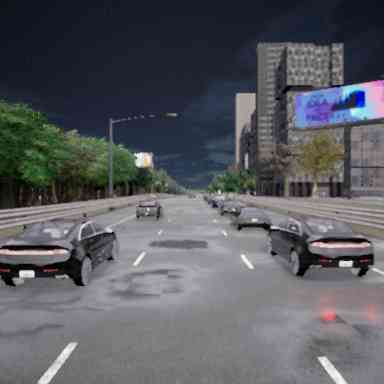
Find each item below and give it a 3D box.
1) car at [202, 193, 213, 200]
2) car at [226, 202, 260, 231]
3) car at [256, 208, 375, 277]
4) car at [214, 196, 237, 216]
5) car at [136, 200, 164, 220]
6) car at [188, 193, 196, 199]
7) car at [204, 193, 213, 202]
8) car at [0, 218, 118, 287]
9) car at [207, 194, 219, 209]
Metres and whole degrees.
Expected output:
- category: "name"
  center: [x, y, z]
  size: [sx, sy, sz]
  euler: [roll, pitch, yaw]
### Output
- category: "car"
  center: [3.533, 1.087, 75.587]
  size: [2.163, 1.488, 4.792]
  euler: [0, 0, 0]
- category: "car"
  center: [3.506, 1.524, 20.564]
  size: [1.994, 1.385, 4.181]
  euler: [0, 0, 0]
- category: "car"
  center: [3.603, 1.473, 10.208]
  size: [2.128, 1.511, 4.902]
  euler: [0, 0, 0]
- category: "car"
  center: [3.510, 1.446, 31.560]
  size: [2.033, 1.411, 5.357]
  euler: [0, 0, 0]
- category: "car"
  center: [-3.394, 1.421, 27.296]
  size: [2.128, 1.511, 4.902]
  euler: [0, 0, 0]
- category: "car"
  center: [0.045, 0.996, 85.436]
  size: [1.812, 1.442, 4.674]
  euler: [0, 0, 0]
- category: "car"
  center: [3.515, 1.068, 53.529]
  size: [2.097, 1.767, 4.553]
  euler: [0, 0, 0]
- category: "car"
  center: [-3.397, 1.476, 9.269]
  size: [2.128, 1.511, 4.902]
  euler: [0, 0, 0]
- category: "car"
  center: [3.512, 1.311, 42.590]
  size: [2.163, 1.488, 4.792]
  euler: [0, 0, 0]
